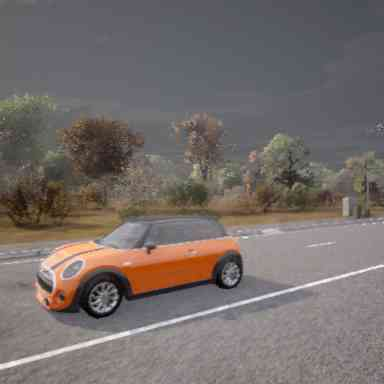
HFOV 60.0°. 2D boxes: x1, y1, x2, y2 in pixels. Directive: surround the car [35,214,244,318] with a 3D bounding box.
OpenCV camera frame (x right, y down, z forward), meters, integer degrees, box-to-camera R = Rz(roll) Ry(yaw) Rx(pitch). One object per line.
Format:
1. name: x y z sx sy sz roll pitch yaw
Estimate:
1. car: -1.011 1.353 7.550 4.553 1.767 2.097 0 0 -35
